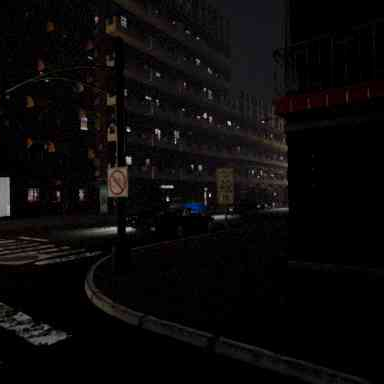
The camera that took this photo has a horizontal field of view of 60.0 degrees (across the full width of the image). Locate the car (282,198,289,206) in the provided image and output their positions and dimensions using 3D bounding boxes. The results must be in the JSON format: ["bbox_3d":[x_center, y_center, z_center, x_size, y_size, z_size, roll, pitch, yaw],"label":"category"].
[{"bbox_3d":[15.761,1.495,52.939,1.752,1.417,4.829,-1,-1,36],"label":"car"}]

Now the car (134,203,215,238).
[{"bbox_3d":[-0.488,1.435,16.812,2.008,1.369,4.403,-1,-1,36],"label":"car"}]

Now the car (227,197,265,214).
[{"bbox_3d":[5.179,1.451,33.976,2.128,1.511,4.902,-1,-1,36],"label":"car"}]

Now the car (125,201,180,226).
[{"bbox_3d":[-3.051,1.554,22.527,1.994,1.385,4.181,-1,-1,36],"label":"car"}]

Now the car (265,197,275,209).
[{"bbox_3d":[9.359,1.430,44.030,1.967,1.590,4.097,-1,-1,36],"label":"car"}]

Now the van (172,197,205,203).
[{"bbox_3d":[-0.392,1.365,30.457,1.690,1.788,3.998,-1,-1,36],"label":"van"}]
